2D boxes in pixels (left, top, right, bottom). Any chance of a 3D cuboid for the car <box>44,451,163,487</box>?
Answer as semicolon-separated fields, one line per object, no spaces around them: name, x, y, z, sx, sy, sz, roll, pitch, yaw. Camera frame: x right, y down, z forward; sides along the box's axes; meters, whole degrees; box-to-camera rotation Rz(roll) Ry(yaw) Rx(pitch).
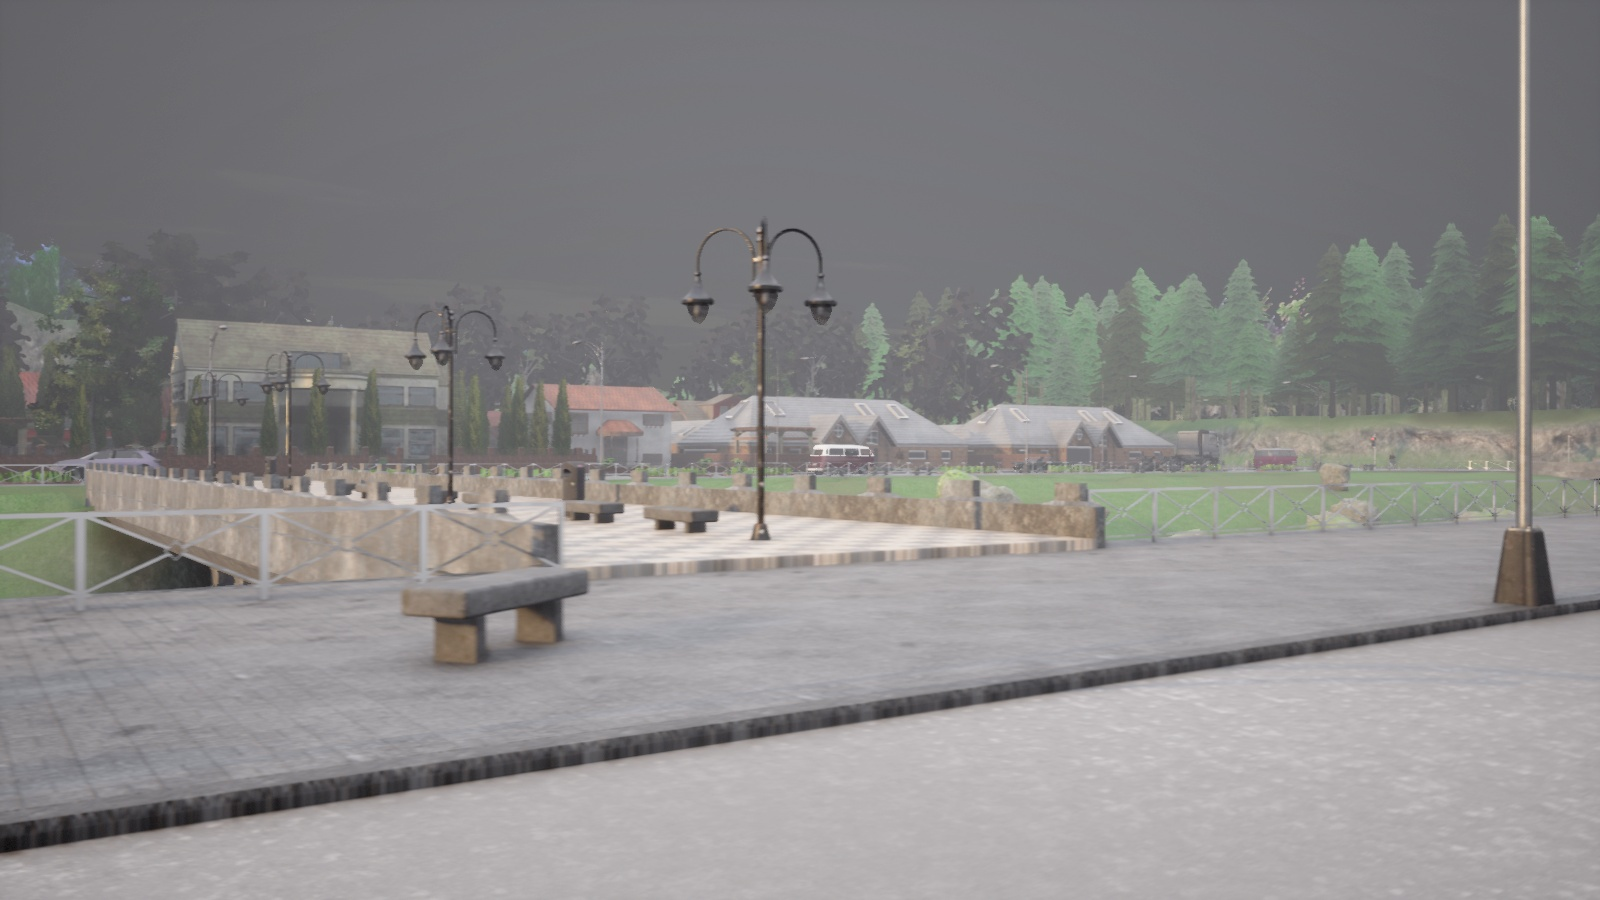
car;-33.726;0.895;60.820;4.856;1.649;2.033;0;0;-35

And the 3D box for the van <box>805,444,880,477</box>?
van;2.774;0.662;81.342;4.480;2.038;2.069;0;0;-35

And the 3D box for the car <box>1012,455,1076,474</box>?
car;17.853;1.033;91.831;4.718;1.301;1.895;0;0;-35
